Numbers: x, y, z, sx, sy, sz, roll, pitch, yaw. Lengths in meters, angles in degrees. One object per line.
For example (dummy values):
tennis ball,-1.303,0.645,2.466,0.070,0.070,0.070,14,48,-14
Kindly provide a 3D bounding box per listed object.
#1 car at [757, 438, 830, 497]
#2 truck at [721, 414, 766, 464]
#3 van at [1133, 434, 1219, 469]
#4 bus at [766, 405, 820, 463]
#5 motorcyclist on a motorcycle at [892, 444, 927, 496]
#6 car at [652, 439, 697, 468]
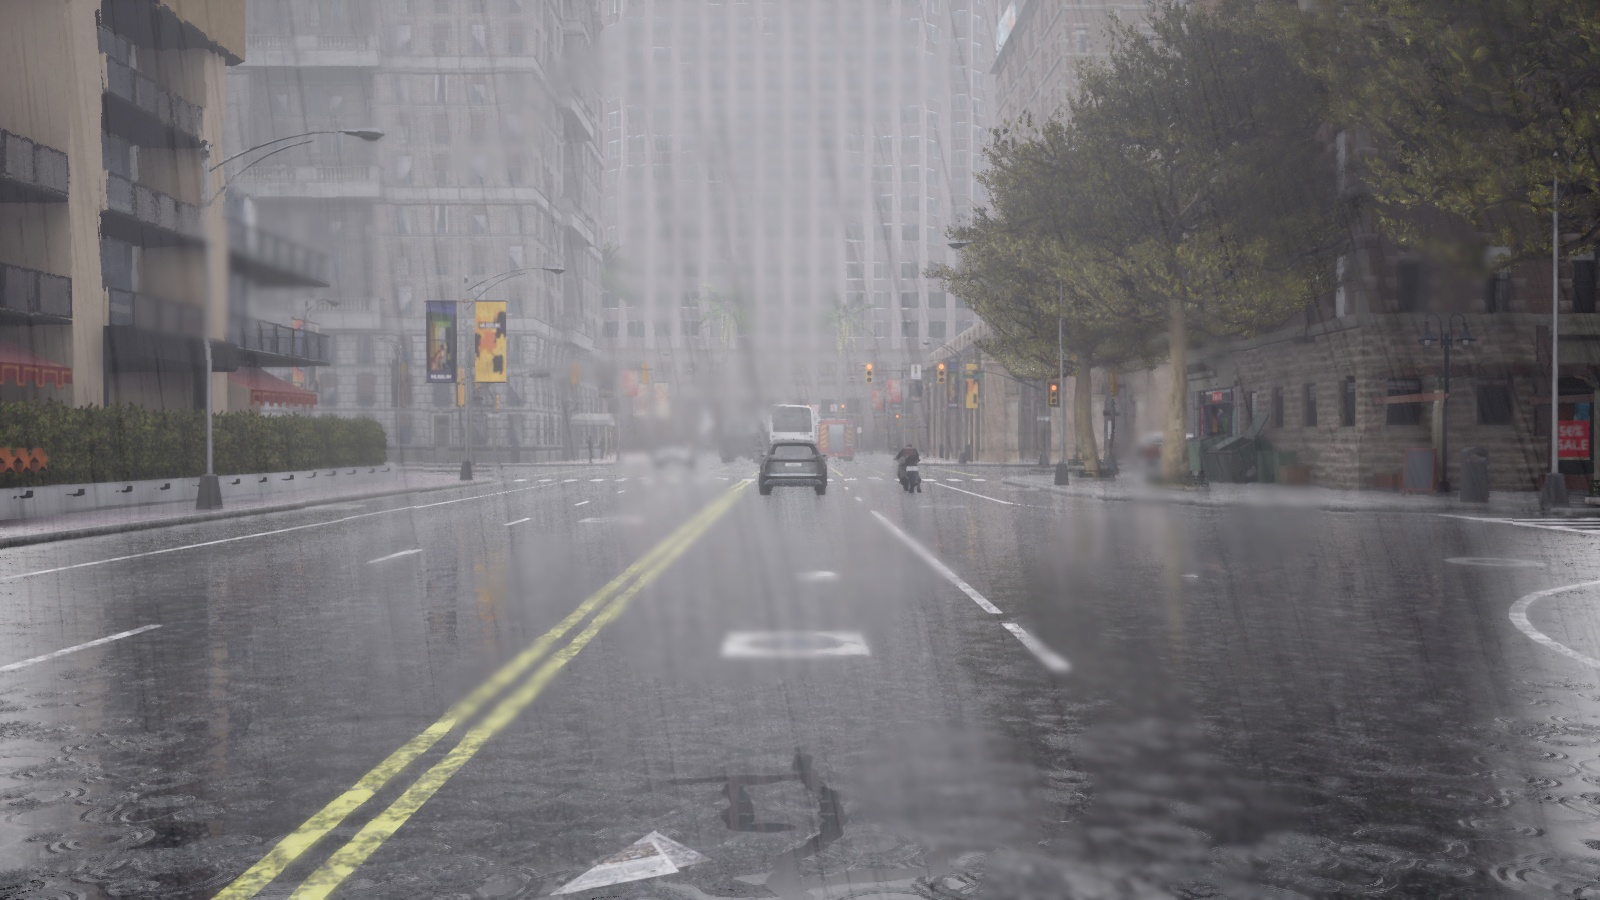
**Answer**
car,-0.196,0.465,37.376,2.033,1.649,4.856,0,0,0
truck,-4.025,-0.749,90.926,2.891,3.462,7.936,0,0,0
van,22.090,0.071,73.871,4.480,2.038,2.069,0,0,1
bus,-0.563,-1.176,96.592,3.944,4.253,10.273,0,0,0
motorcyclist on a motorcycle,3.298,0.569,38.045,0.866,1.530,2.191,0,0,0
car,-7.425,0.163,74.712,2.242,1.667,4.611,0,0,0
